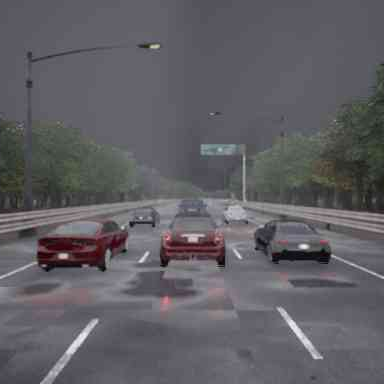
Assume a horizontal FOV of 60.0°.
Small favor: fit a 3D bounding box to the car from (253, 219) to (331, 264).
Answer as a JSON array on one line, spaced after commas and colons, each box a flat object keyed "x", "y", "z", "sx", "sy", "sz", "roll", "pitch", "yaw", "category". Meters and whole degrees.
[{"x": 3.552, "y": 1.710, "z": 12.489, "sx": 1.994, "sy": 1.385, "sz": 4.181, "roll": 0, "pitch": -1, "yaw": 1, "category": "car"}]

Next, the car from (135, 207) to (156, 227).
[{"x": -3.468, "y": 1.846, "z": 25.189, "sx": 2.033, "sy": 1.411, "sz": 5.357, "roll": 0, "pitch": -1, "yaw": 0, "category": "car"}]

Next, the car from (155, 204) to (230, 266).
[{"x": 0.050, "y": 1.494, "z": 12.260, "sx": 2.097, "sy": 1.767, "sz": 4.553, "roll": 0, "pitch": -1, "yaw": 1, "category": "car"}]

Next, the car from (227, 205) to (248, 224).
[{"x": 3.564, "y": 1.859, "z": 28.020, "sx": 1.812, "sy": 1.442, "sz": 4.674, "roll": 0, "pitch": 0, "yaw": 1, "category": "car"}]

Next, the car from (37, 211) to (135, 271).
[{"x": -3.459, "y": 1.611, "z": 11.459, "sx": 1.882, "sy": 1.535, "sz": 5.008, "roll": 0, "pitch": -1, "yaw": 0, "category": "car"}]

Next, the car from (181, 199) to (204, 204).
[{"x": 0.042, "y": 1.534, "z": 26.239, "sx": 2.150, "sy": 2.045, "sz": 5.566, "roll": 0, "pitch": 0, "yaw": 1, "category": "car"}]
